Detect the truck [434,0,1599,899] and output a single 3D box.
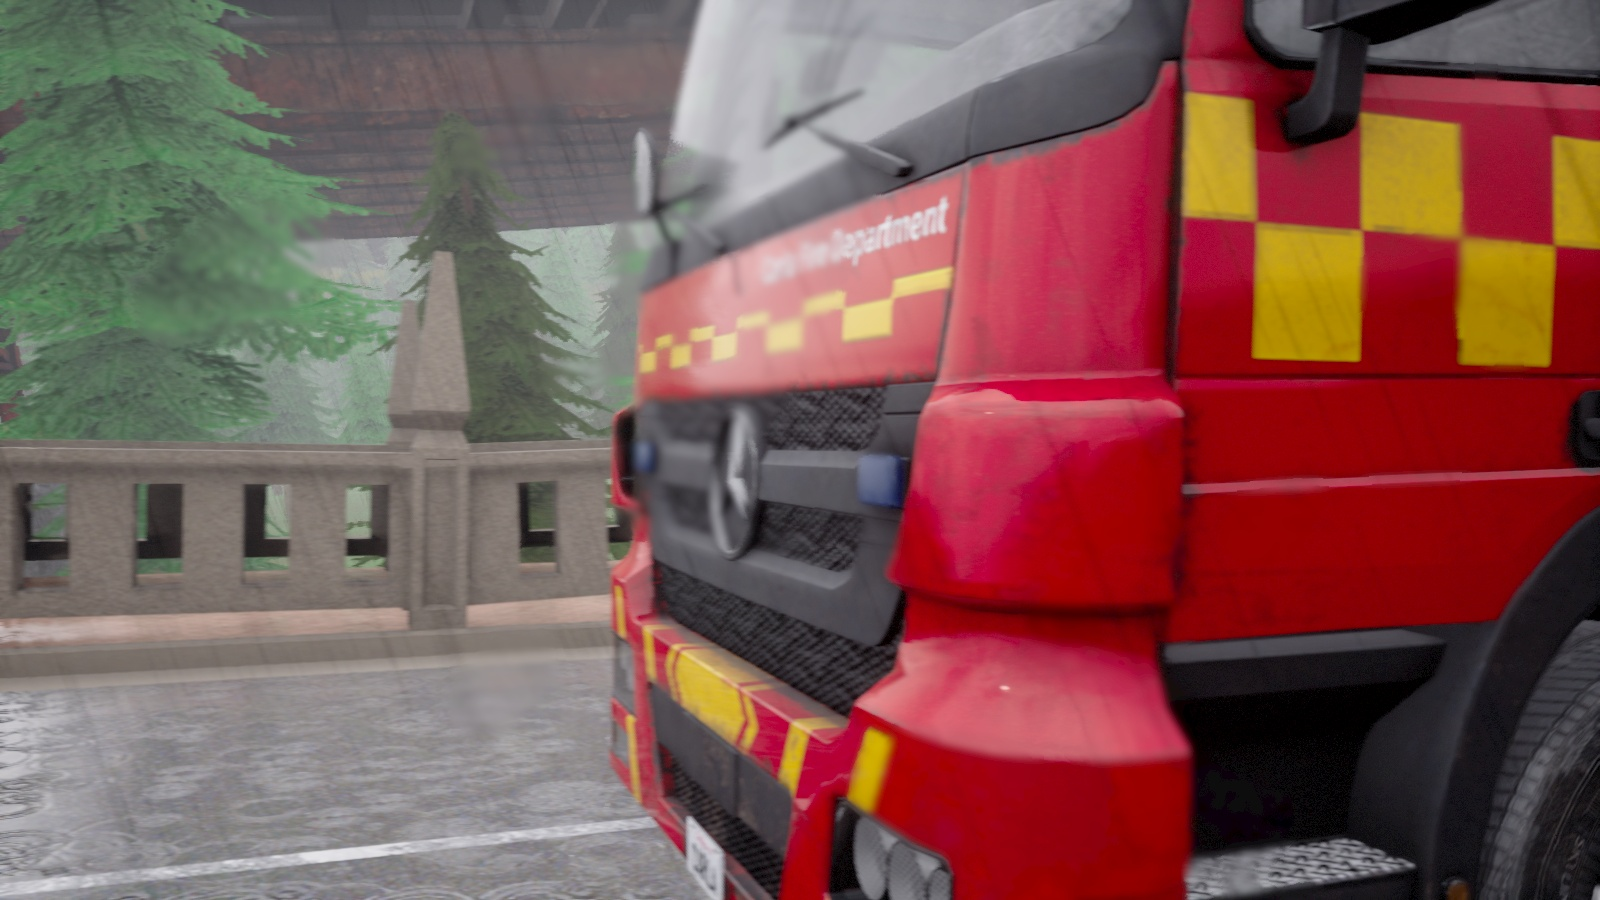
[{"bbox_3d":[3.240,-0.473,4.454,8.468,3.827,2.891,-1,1,-21],"label":"truck"}]
